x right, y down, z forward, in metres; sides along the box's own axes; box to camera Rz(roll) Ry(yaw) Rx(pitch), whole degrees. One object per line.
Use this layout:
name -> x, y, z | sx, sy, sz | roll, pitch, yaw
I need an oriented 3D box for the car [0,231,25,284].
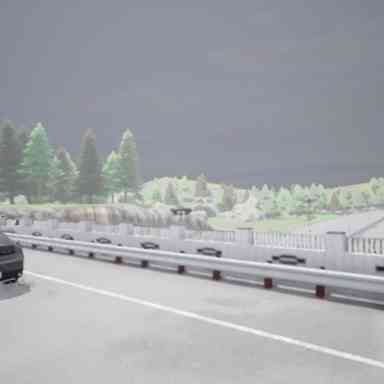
car -> -6.230, 1.603, 8.648 | 4.892, 1.490, 1.837 | -1, 0, 36
